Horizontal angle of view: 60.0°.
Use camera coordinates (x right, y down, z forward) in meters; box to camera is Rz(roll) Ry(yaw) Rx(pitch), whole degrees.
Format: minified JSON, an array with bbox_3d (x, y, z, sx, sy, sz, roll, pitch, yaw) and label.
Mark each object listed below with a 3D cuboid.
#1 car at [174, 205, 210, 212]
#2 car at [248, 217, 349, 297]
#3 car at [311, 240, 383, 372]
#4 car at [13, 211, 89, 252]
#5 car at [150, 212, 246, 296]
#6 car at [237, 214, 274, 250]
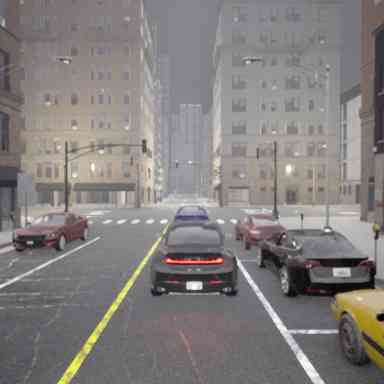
[{"bbox_3d":[-0.010,1.464,18.578,1.882,1.535,5.008,0,0,0],"label":"car"},{"bbox_3d":[2.846,1.560,8.401,1.947,1.339,4.313,-1,0,0],"label":"car"},{"bbox_3d":[2.859,1.523,2.984,1.752,1.417,4.829,-1,0,0],"label":"car"},{"bbox_3d":[-5.713,1.534,13.962,1.887,1.381,4.507,-1,0,0],"label":"car"},{"bbox_3d":[0.050,1.498,8.628,1.837,1.490,4.892,0,0,0],"label":"car"},{"bbox_3d":[2.832,1.571,13.986,1.802,1.307,4.206,-1,0,0],"label":"car"}]
